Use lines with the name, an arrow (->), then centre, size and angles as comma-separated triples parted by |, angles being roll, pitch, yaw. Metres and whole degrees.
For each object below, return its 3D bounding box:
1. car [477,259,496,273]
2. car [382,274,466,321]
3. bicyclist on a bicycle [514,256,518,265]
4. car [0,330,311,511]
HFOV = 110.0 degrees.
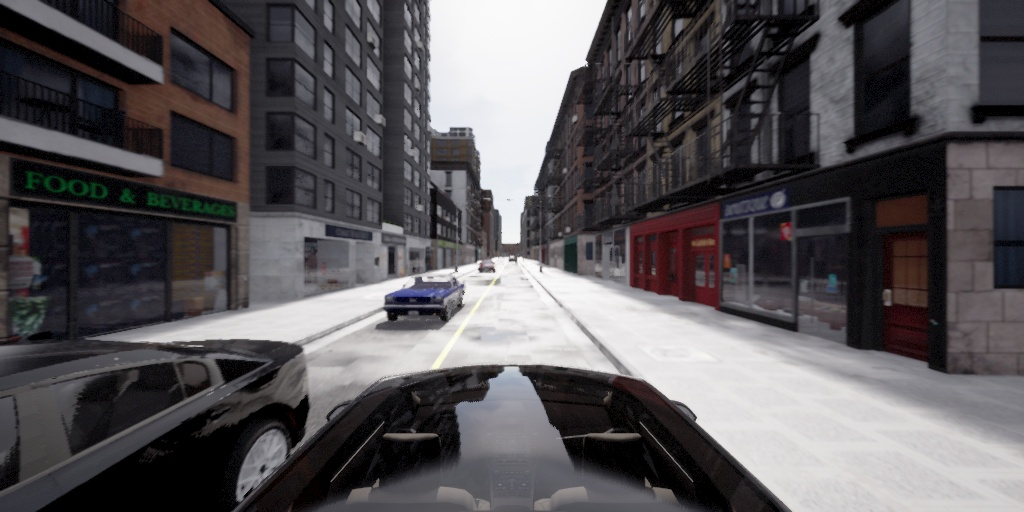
car -> -2.827, 1.132, 41.251 | 1.812, 1.442, 4.674 | 0, 0, 0
car -> -2.808, 1.315, 12.454 | 1.895, 1.301, 4.718 | 0, 0, 0
bicyclist on a bicycle -> 0.775, 0.947, 64.552 | 0.582, 1.620, 1.656 | 0, 0, 0
car -> -2.845, 1.229, 1.329 | 1.882, 1.535, 5.008 | 0, 1, 0
